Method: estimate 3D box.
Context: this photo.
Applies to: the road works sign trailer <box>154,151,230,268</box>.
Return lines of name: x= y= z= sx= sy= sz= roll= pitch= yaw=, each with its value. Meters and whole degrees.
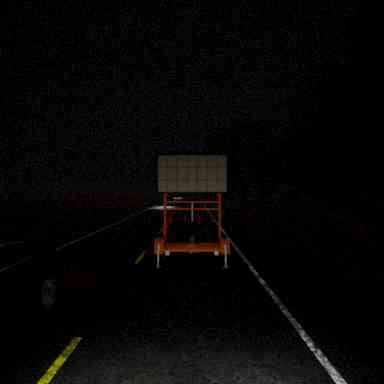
road works sign trailer: x=0.013 y=0.444 z=11.212 sx=2.380 sy=3.560 sz=2.880 roll=0 pitch=0 yaw=1

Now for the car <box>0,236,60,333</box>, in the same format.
car: x=-3.599 y=1.486 z=4.873 sx=2.128 sy=1.511 sz=4.902 roll=0 pitch=0 yaw=0

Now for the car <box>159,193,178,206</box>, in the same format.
car: x=-3.591 y=1.179 z=47.718 sx=2.128 sy=1.511 sz=4.902 roll=0 pitch=1 yaw=0

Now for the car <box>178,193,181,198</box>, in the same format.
car: x=-3.489 y=0.694 z=77.913 sx=1.994 sy=1.385 sz=4.181 roll=0 pitch=2 yaw=0
